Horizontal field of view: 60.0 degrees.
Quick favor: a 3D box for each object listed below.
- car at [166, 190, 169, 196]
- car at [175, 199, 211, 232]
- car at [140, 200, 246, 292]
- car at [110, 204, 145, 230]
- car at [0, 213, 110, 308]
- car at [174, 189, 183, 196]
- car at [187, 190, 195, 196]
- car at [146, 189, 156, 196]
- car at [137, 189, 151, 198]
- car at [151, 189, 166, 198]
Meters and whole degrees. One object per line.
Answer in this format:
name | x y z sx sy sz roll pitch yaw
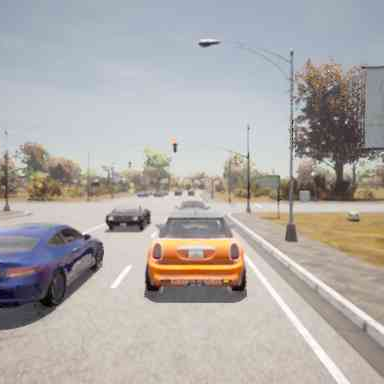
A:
car | -7.217 0.209 87.405 1.882 1.535 5.008 0 1 0
car | 0.051 1.225 19.195 1.837 1.490 4.892 0 1 0
car | 0.078 1.224 8.751 2.097 1.767 4.553 0 1 0
car | -3.448 1.325 18.924 1.895 1.301 4.718 0 1 0
car | -3.419 1.415 7.530 1.812 1.442 4.674 0 1 0
car | -3.716 0.230 87.193 1.837 1.490 4.892 0 1 0
car | -0.217 0.230 87.201 1.837 1.490 4.892 0 1 0
car | -10.717 0.086 87.434 2.097 1.767 4.553 0 1 0
car | -10.682 0.500 71.824 2.033 1.411 5.357 0 1 0
car | -7.182 0.460 71.824 1.837 1.490 4.892 0 1 0
